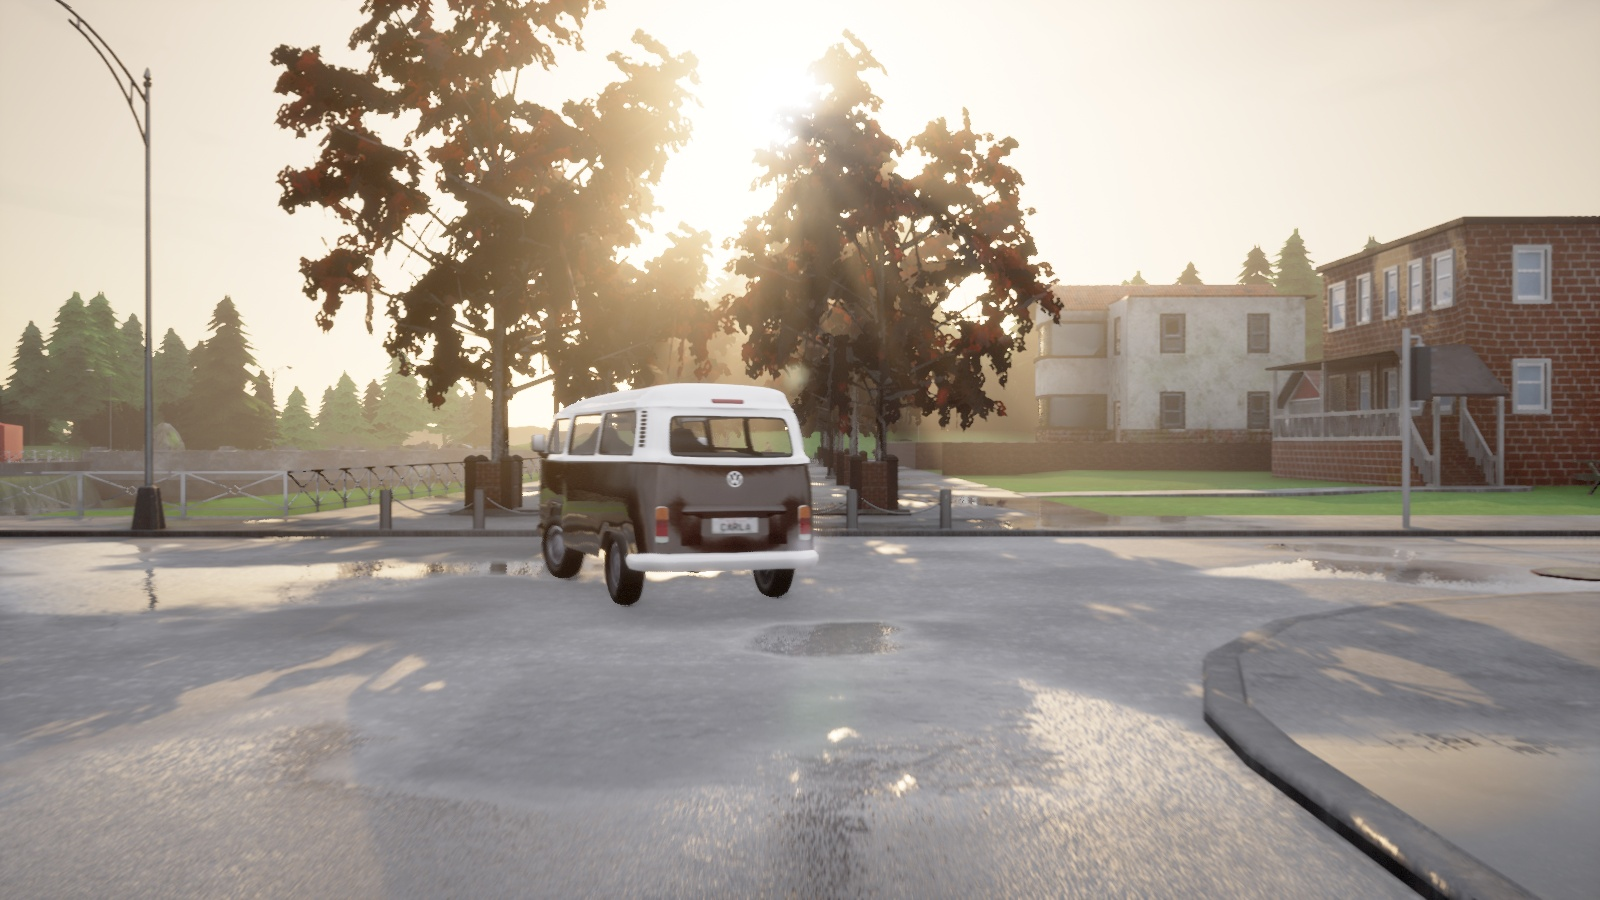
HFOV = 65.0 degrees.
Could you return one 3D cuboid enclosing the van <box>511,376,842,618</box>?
[{"bbox_3d":[-1.490,0.395,13.014,2.069,2.038,4.480,1,0,-24],"label":"van"}]
